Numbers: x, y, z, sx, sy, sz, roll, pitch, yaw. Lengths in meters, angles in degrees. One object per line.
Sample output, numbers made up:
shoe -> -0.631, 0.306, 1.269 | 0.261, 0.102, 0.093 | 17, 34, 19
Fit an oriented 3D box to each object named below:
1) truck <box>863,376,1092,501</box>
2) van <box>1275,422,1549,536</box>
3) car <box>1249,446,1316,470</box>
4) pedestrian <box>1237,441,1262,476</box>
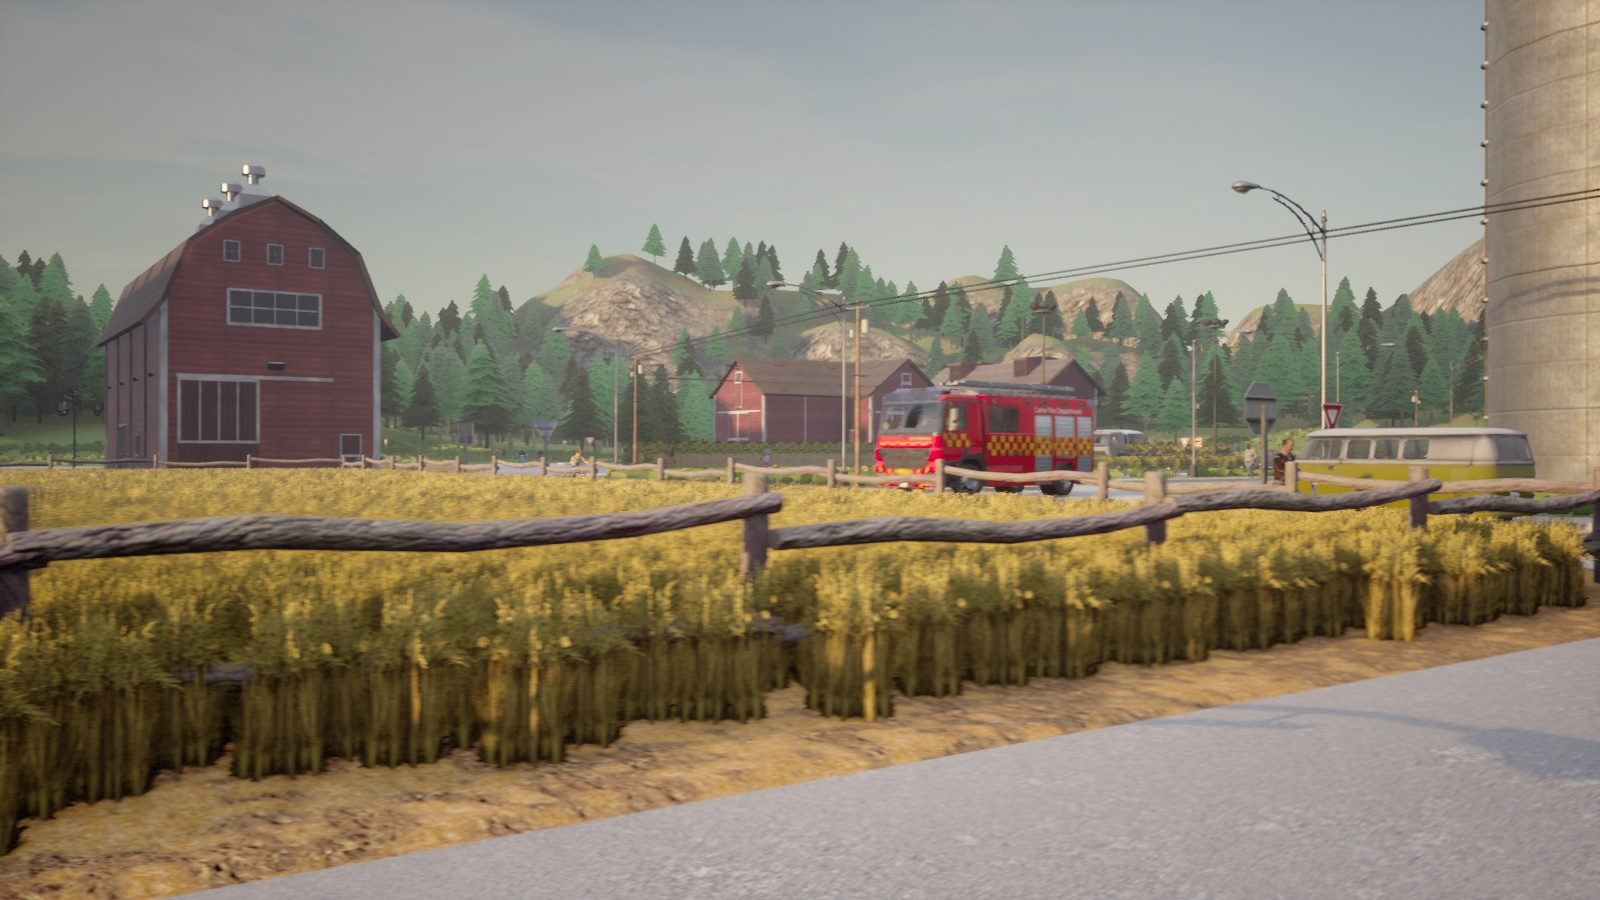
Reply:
truck -> 6.132, -0.362, 42.273 | 8.468, 3.827, 2.891 | 0, 0, -42
van -> 11.609, 0.506, 24.127 | 1.775, 1.987, 4.442 | 0, 0, -34
car -> 35.256, 0.571, 91.719 | 5.027, 1.651, 2.152 | 0, 0, -35
pedestrian -> 23.663, 0.441, 66.118 | 0.900, 1.855, 0.874 | 0, 0, -37
